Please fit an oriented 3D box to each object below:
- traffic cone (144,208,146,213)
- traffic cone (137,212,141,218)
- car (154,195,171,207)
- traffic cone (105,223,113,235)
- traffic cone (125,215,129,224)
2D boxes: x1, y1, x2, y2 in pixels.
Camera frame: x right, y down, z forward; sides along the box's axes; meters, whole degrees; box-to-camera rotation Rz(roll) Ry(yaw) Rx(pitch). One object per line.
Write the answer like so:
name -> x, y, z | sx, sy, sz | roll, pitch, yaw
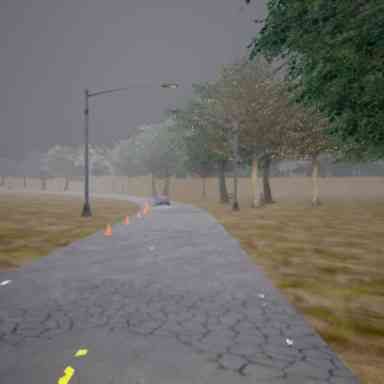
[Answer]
traffic cone -> -4.495, 1.753, 31.900 | 0.340, 0.580, 0.340 | 0, 1, -4
traffic cone -> -4.309, 1.799, 27.035 | 0.340, 0.580, 0.340 | 0, 0, -1
car -> -4.037, 1.161, 44.799 | 2.033, 1.411, 5.357 | 0, 1, -11
traffic cone -> -4.268, 1.869, 17.053 | 0.340, 0.580, 0.340 | 0, 0, 0
traffic cone -> -4.287, 1.838, 22.056 | 0.340, 0.580, 0.340 | 0, 0, 0
